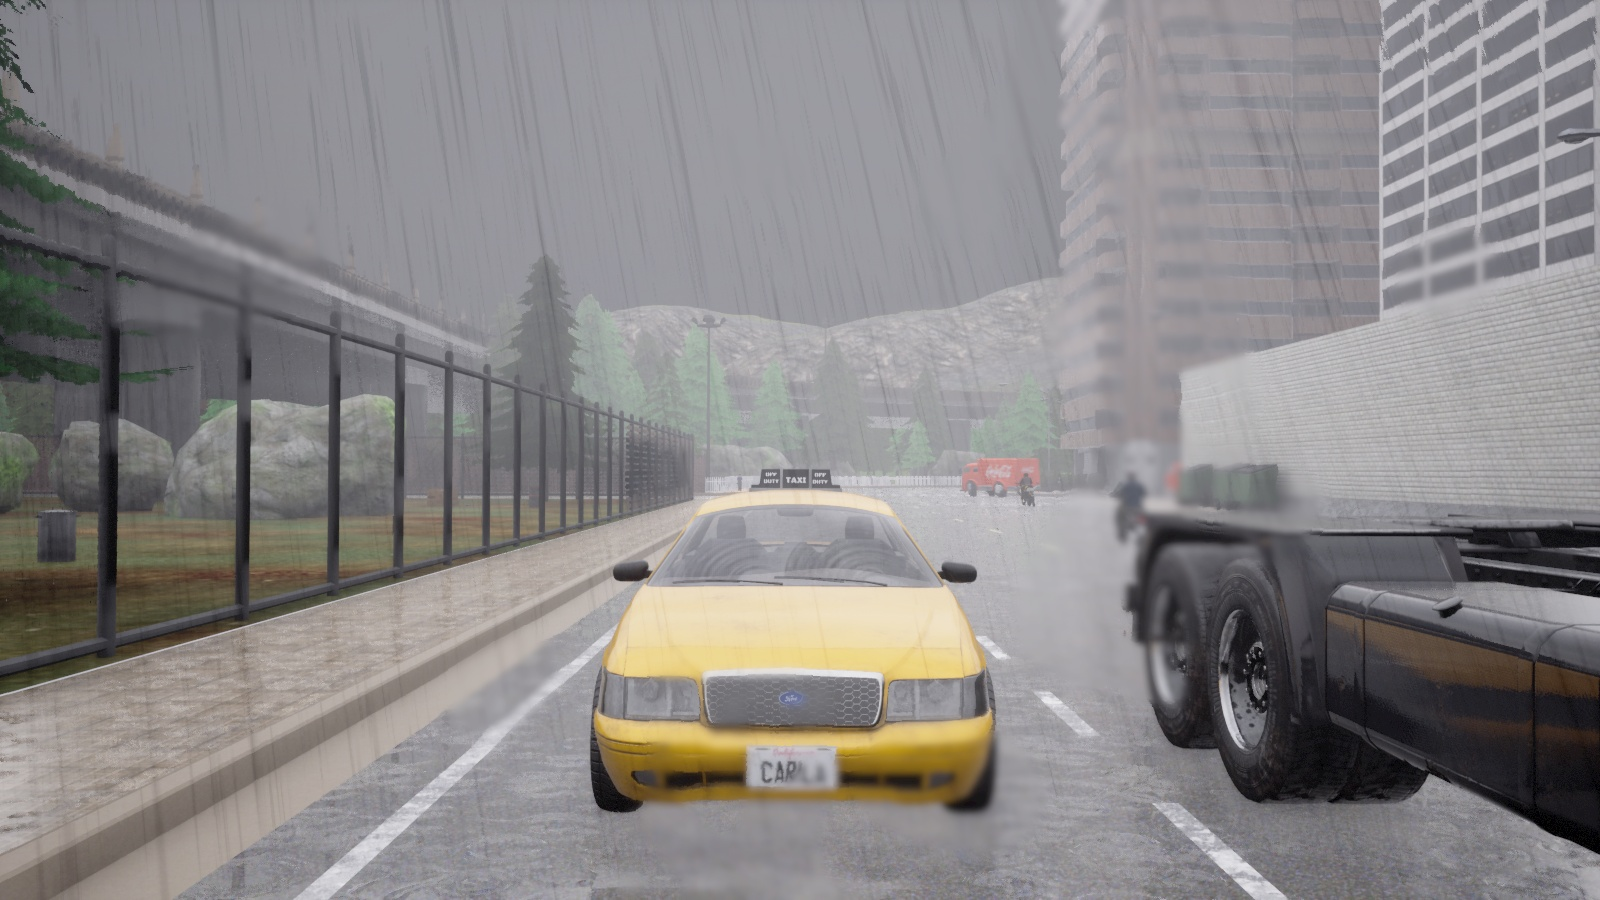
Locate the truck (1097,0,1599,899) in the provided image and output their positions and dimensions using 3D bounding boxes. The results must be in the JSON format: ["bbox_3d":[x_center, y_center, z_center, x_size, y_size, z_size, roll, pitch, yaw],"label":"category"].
[{"bbox_3d":[3.483,-0.105,4.528,2.891,3.462,7.936,0,-1,0],"label":"truck"}]

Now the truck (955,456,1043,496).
[{"bbox_3d":[12.766,1.675,80.872,2.627,2.467,5.204,0,-1,-37],"label":"truck"}]

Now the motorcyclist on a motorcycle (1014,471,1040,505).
[{"bbox_3d":[10.336,1.714,57.208,0.797,1.523,2.044,0,-1,0],"label":"motorcyclist on a motorcycle"}]

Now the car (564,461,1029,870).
[{"bbox_3d":[-0.022,0.880,7.560,1.801,1.575,5.366,0,-1,0],"label":"car"}]

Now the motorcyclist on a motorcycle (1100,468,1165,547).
[{"bbox_3d":[6.924,1.180,26.245,0.866,1.590,1.817,0,-1,0],"label":"motorcyclist on a motorcycle"}]

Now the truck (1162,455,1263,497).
[{"bbox_3d":[24.750,1.554,75.578,5.204,2.467,2.627,0,-1,0],"label":"truck"}]
